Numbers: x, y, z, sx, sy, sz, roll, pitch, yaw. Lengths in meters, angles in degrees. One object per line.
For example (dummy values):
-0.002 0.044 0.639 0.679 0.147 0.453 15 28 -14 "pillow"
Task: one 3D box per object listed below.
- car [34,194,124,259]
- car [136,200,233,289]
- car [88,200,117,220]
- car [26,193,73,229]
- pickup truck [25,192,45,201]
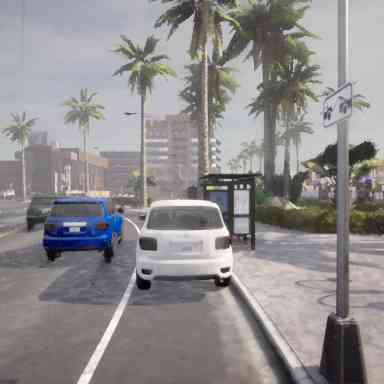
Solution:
-3.909 1.220 12.742 2.150 2.045 5.566 0 0 -7 "car"
-0.340 1.219 9.382 2.150 2.045 5.566 0 0 -5 "car"
-7.890 1.486 28.962 2.128 1.511 4.902 0 0 -19 "car"
-9.187 1.218 21.690 2.150 2.045 5.566 0 0 -15 "car"
-39.879 1.062 84.673 2.390 2.098 6.274 0 0 -1 "pickup truck"
